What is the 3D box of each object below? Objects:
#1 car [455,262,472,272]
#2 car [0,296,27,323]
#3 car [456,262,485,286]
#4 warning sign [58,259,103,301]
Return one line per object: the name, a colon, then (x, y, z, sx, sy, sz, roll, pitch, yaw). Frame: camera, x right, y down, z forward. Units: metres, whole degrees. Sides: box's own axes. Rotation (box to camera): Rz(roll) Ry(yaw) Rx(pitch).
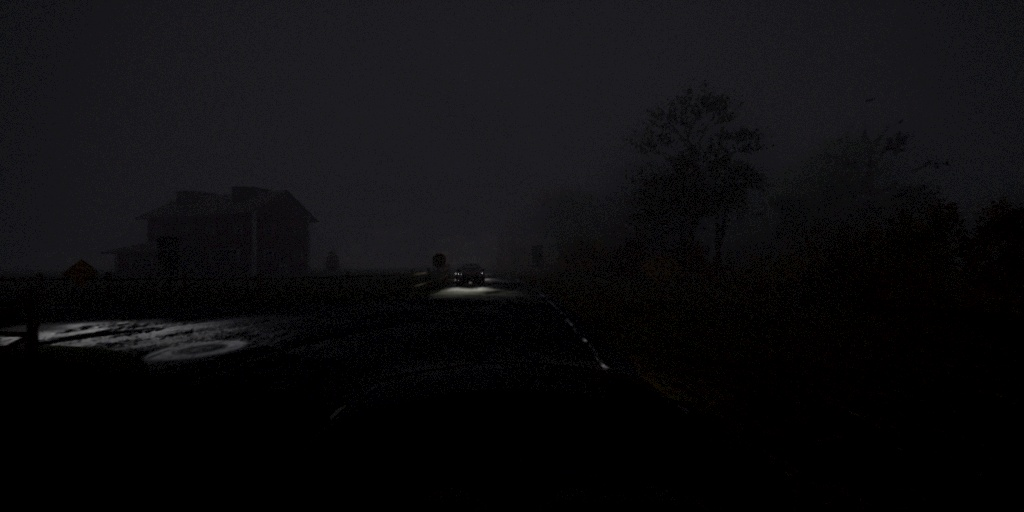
car: (-7.789, 1.769, 57.269, 2.128, 1.511, 4.902, 0, -1, -13)
car: (-18.081, 1.531, 10.998, 4.718, 1.301, 1.895, 0, 0, 5)
car: (-3.180, 1.352, 27.994, 2.097, 1.767, 4.553, 0, -1, -5)
warning sign: (-19.835, 1.075, 16.492, 1.060, 1.860, 1.300, 0, 0, 6)
